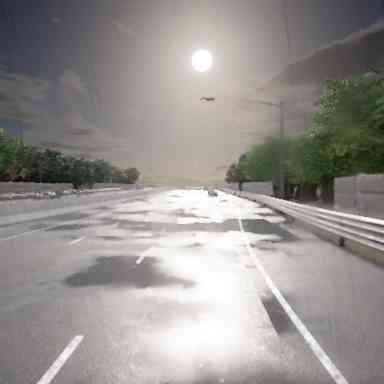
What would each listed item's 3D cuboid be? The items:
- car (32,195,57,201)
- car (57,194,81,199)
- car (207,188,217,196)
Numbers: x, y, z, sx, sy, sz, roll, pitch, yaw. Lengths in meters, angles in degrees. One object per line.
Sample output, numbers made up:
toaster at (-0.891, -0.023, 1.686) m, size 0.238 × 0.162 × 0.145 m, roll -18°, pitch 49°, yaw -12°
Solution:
car at (-20.257, 1.097, 46.498) m, size 2.033 × 1.411 × 5.357 m, roll 0°, pitch 1°, yaw 2°
car at (-16.755, 1.069, 46.829) m, size 1.812 × 1.442 × 4.674 m, roll 0°, pitch 1°, yaw 2°
car at (5.191, 0.362, 81.825) m, size 1.895 × 1.301 × 4.718 m, roll 0°, pitch 1°, yaw 1°
